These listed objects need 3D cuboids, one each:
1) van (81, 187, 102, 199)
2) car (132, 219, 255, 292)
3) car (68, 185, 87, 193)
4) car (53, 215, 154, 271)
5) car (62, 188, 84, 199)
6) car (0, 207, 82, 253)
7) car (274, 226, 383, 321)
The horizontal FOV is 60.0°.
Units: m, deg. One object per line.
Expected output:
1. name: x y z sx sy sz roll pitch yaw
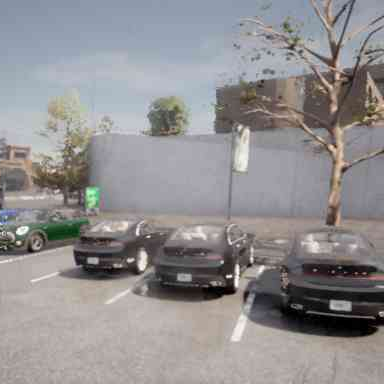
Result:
1. van: -20.448 0.176 67.537 4.442 1.987 1.878 3 6 40
2. car: 0.541 1.520 9.113 2.231 1.521 4.892 0 -1 17
3. car: -28.487 -0.763 82.732 4.553 1.767 2.185 1 5 38
4. car: -1.832 1.546 10.875 2.231 1.521 4.892 -1 -1 17
5. car: -23.128 0.569 66.134 5.008 1.535 2.097 3 6 40
6. car: -6.504 1.476 14.500 2.185 1.767 4.553 0 -1 18
7. car: 2.932 1.496 7.369 2.231 1.521 4.892 0 -1 16
